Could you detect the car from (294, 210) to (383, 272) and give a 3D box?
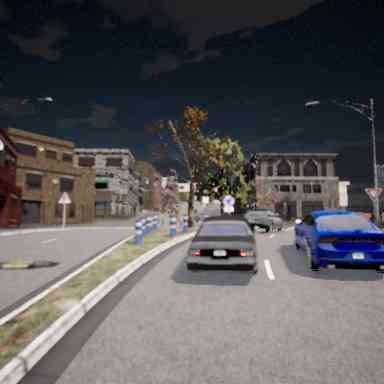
[{"bbox_3d":[4.353,1.301,10.272,1.882,1.535,5.008,-1,1,10],"label":"car"}]

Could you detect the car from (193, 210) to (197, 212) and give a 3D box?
[{"bbox_3d":[0.455,5.269,69.523,2.128,1.511,4.902,1,0,-6],"label":"car"}]

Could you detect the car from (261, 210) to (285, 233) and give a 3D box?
[{"bbox_3d":[4.341,1.789,20.620,1.994,1.385,4.181,-3,-6,28],"label":"car"}]

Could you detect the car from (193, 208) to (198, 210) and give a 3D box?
[{"bbox_3d":[0.527,5.198,92.598,1.812,1.442,4.674,-1,0,6],"label":"car"}]

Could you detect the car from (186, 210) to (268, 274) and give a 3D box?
[{"bbox_3d":[1.056,1.436,10.244,2.033,1.411,5.357,-1,1,9],"label":"car"}]
